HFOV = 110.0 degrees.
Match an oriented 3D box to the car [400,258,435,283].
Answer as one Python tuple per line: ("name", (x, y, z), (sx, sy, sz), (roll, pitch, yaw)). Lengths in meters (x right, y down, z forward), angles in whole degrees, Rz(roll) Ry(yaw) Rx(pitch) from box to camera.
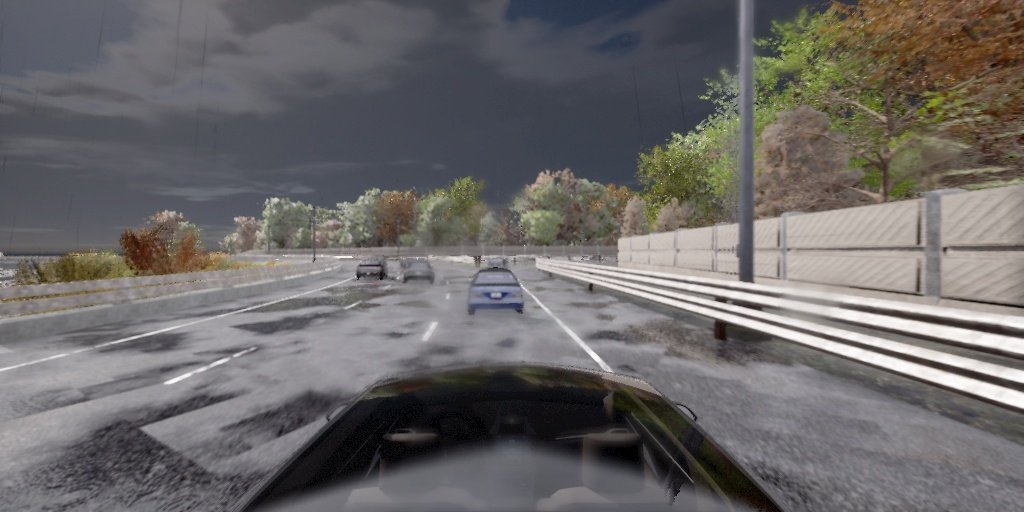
("car", (-6.408, 1.069, 24.940), (1.994, 1.385, 4.181), (0, 1, -13))

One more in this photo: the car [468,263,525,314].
("car", (-0.612, 1.166, 13.049), (2.033, 1.411, 5.357), (0, 1, -4))

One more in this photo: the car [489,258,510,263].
("car", (-1.333, 0.888, 36.968), (2.033, 1.411, 5.357), (0, 1, 5))

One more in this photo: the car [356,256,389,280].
("car", (-10.551, 0.988, 27.233), (2.128, 1.511, 4.902), (0, 1, -14))

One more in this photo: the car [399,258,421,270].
("car", (-12.441, 0.913, 43.557), (1.895, 1.301, 4.718), (-1, 1, -23))
